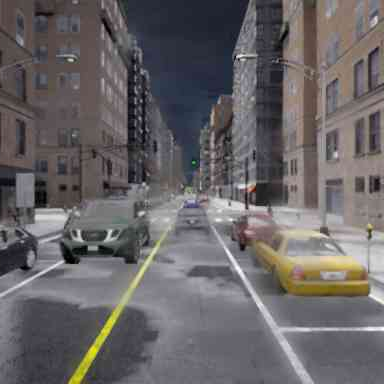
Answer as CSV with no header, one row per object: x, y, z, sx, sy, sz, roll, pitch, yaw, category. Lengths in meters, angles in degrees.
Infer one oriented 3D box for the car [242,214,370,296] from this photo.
2.608,1.506,8.466,1.752,1.417,4.829,0,0,0,car

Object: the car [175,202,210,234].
0.021,1.518,18.893,2.033,1.411,5.357,0,0,0,car

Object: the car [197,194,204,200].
2.305,1.362,89.389,1.752,1.417,4.829,0,0,0,car

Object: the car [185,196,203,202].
-0.039,1.473,36.852,1.812,1.442,4.674,0,0,0,car

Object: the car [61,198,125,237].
-5.457,1.299,19.100,2.192,1.841,5.009,0,0,0,car

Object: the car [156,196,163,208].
-5.556,1.493,45.563,2.008,1.369,4.403,0,0,0,car

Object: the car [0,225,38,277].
-5.416,1.552,8.275,2.008,1.369,4.403,0,0,0,car

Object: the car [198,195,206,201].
2.347,1.404,78.311,1.887,1.381,4.507,0,0,0,car

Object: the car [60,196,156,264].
-2.793,1.209,12.096,2.150,2.045,5.566,0,0,0,car

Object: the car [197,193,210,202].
2.408,1.333,61.948,1.967,1.590,4.097,0,0,0,car

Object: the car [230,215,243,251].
2.589,1.555,13.709,1.802,1.307,4.206,0,0,0,car

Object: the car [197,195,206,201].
2.326,1.399,83.765,2.008,1.369,4.403,0,0,0,car

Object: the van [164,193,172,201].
-5.678,1.220,78.286,1.690,1.788,3.998,0,0,0,van

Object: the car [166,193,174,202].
-5.658,1.456,72.833,1.947,1.339,4.313,0,0,0,car

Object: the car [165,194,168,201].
-5.596,1.448,56.301,1.752,1.417,4.829,0,0,0,car

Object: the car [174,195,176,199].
-5.739,1.372,94.478,1.752,1.417,4.829,0,0,0,car

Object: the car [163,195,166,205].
-5.576,1.477,51.018,1.887,1.381,4.507,0,0,0,car
